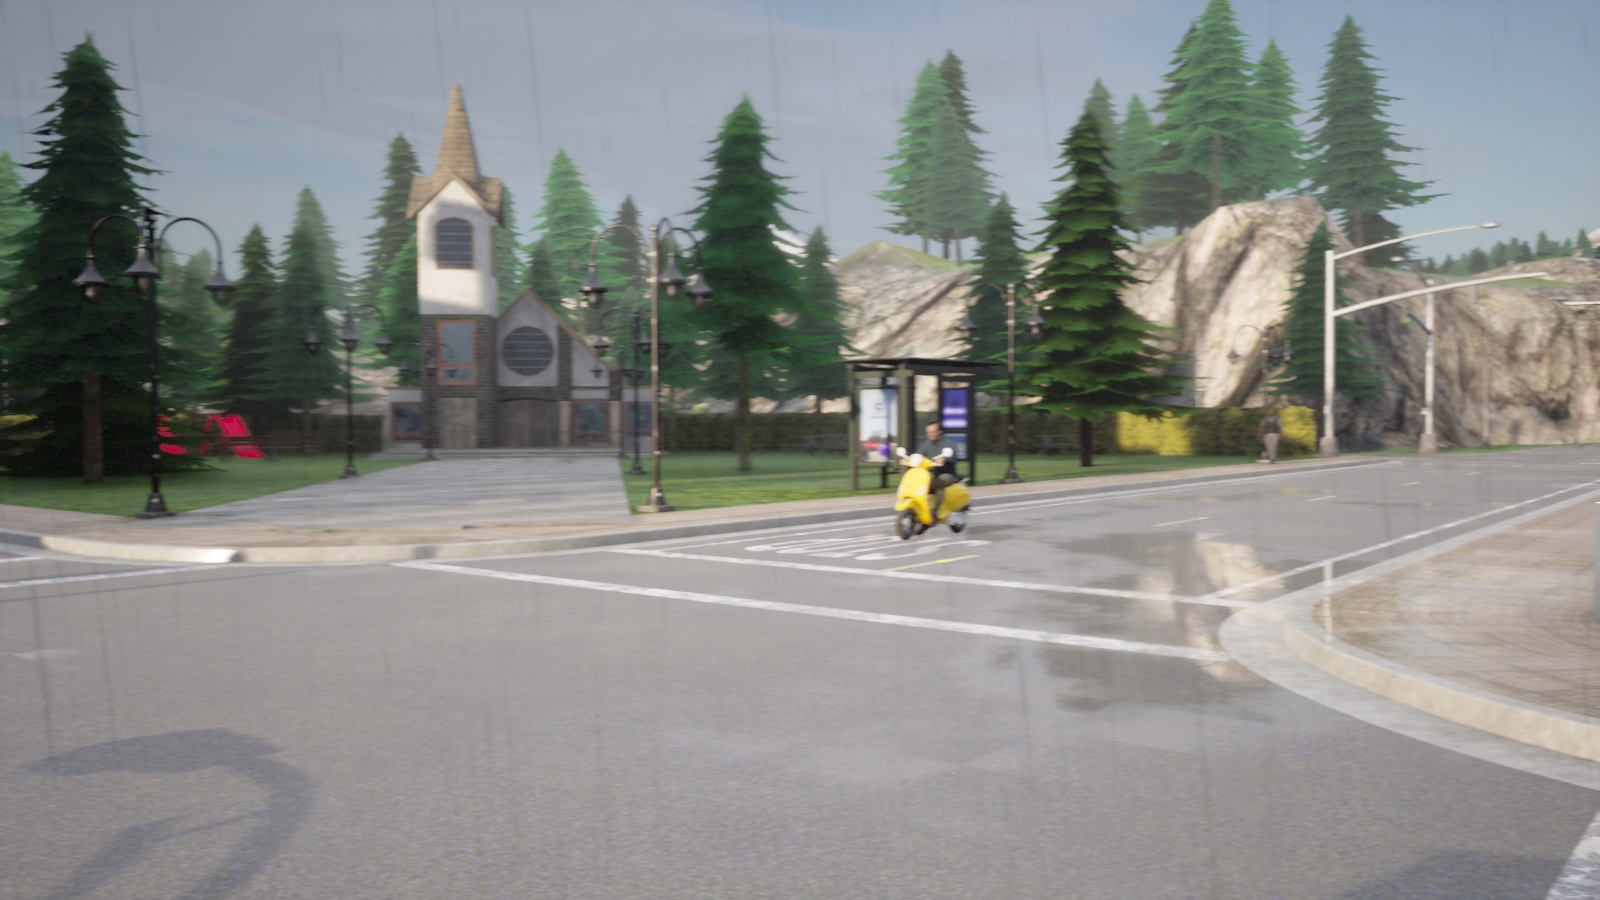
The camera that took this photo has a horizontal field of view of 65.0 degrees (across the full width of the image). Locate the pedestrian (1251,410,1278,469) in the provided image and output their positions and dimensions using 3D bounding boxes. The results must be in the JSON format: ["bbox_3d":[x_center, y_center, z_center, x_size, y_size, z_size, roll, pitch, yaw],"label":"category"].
[{"bbox_3d":[14.927,-0.334,40.354,0.563,1.883,0.849,1,2,36],"label":"pedestrian"}]

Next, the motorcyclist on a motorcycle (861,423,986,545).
[{"bbox_3d":[1.728,0.423,17.404,0.866,1.590,1.817,1,2,38],"label":"motorcyclist on a motorcycle"}]
